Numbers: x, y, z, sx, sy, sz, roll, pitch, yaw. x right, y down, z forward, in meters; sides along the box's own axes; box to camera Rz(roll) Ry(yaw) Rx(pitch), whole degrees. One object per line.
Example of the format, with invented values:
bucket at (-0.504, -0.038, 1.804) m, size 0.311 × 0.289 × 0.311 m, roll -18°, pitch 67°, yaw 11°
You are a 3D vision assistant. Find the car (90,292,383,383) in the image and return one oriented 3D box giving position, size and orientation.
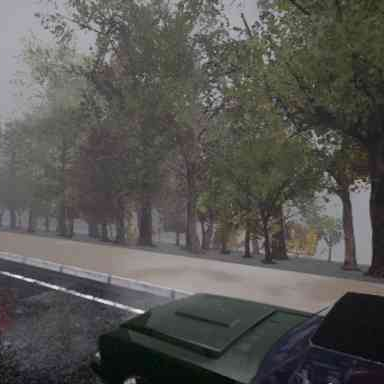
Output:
car at (1.320, 1.602, 2.743) m, size 4.718 × 1.301 × 1.895 m, roll 0°, pitch 0°, yaw 36°
